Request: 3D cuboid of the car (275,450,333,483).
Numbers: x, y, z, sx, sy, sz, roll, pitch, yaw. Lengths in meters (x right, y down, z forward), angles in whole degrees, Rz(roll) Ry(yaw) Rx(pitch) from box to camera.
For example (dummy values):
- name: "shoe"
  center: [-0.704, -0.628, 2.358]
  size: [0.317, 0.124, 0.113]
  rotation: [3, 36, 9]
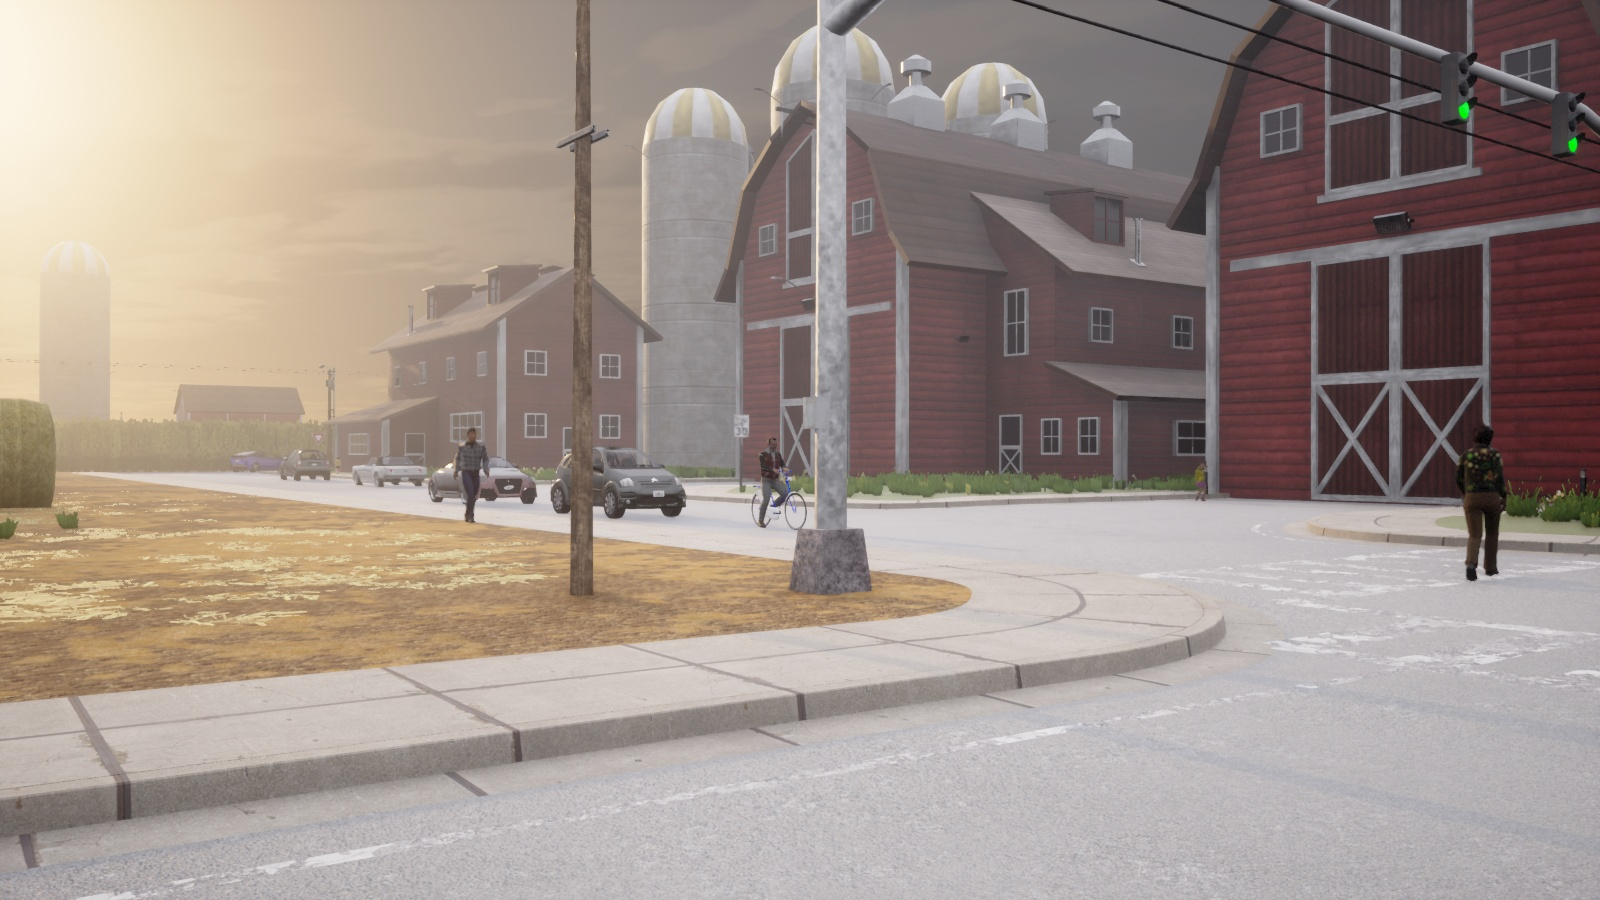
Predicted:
- name: "car"
  center: [-25.634, 0.829, 64.878]
  size: [1.851, 1.617, 3.988]
  rotation: [0, 0, -36]

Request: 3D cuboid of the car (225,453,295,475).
- name: "car"
  center: [-38.483, 0.983, 89.628]
  size: [2.007, 1.525, 4.514]
  rotation: [0, 0, 20]

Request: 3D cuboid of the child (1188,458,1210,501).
- name: "child"
  center: [10.947, 0.801, 34.469]
  size: [0.299, 1.160, 0.473]
  rotation: [0, 0, -35]

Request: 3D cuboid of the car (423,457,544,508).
- name: "car"
  center: [-9.154, 0.890, 36.138]
  size: [1.994, 1.385, 4.181]
  rotation: [0, 0, -36]

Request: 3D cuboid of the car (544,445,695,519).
- name: "car"
  center: [-4.279, 0.697, 29.392]
  size: [1.851, 1.617, 3.988]
  rotation: [0, 0, -36]

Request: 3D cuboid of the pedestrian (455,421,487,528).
- name: "pedestrian"
  center: [-6.099, 0.447, 23.271]
  size: [0.423, 1.949, 0.788]
  rotation: [0, 0, -27]

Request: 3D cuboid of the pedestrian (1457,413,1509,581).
- name: "pedestrian"
  center: [8.030, 0.539, 14.756]
  size: [0.395, 1.930, 0.692]
  rotation: [0, 0, 41]

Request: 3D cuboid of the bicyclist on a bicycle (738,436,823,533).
- name: "bicyclist on a bicycle"
  center: [-0.399, 0.641, 24.027]
  size: [0.659, 1.776, 1.843]
  rotation: [-1, 0, -36]

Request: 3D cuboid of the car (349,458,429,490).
- name: "car"
  center: [-17.683, 0.988, 53.888]
  size: [1.895, 1.301, 4.718]
  rotation: [0, 0, -36]
